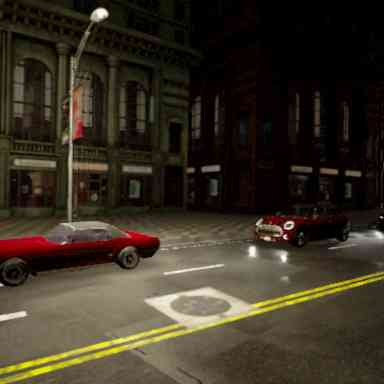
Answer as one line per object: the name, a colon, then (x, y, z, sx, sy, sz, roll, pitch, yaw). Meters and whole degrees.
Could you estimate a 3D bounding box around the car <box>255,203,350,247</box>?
car: (4.938, 1.316, 14.800, 4.553, 1.767, 2.097, 0, 0, -34)

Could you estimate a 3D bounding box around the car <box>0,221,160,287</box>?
car: (-3.348, 1.529, 9.248, 4.718, 1.301, 1.895, 0, 0, -36)

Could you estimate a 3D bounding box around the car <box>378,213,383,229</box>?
car: (13.392, 1.494, 20.464, 4.902, 1.511, 2.128, 0, 0, -34)
